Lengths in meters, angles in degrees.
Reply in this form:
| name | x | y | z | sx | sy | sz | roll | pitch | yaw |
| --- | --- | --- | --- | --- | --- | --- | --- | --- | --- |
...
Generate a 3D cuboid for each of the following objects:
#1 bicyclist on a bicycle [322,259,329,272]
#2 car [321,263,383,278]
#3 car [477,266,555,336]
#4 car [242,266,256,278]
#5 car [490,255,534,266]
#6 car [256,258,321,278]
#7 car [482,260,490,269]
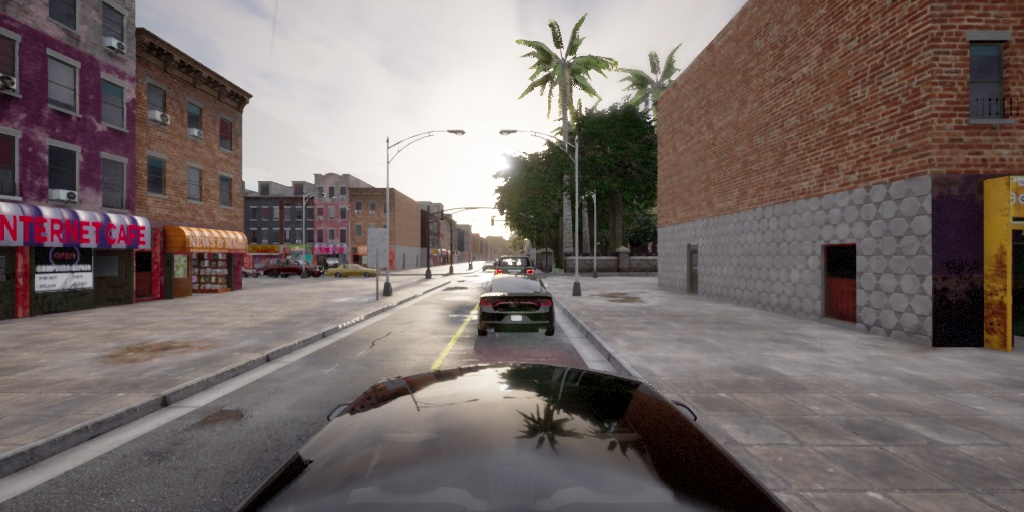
| name | x | y | z | sx | sy | sz | roll | pitch | yaw |
| --- | --- | --- | --- | --- | --- | --- | --- | --- | --- |
| bicyclist on a bicycle | -20.147 | 1.124 | 38.633 | 0.582 | 1.620 | 1.656 | 0 | 0 | 0 |
| car | -14.443 | 1.324 | 32.994 | 4.829 | 1.417 | 1.751 | 0 | 0 | 0 |
| car | 0.098 | 1.230 | 10.449 | 1.882 | 1.535 | 5.008 | 0 | 0 | 0 |
| car | -25.516 | 1.409 | 32.980 | 4.207 | 1.307 | 1.802 | 0 | 0 | 0 |
| car | 0.100 | 0.980 | 20.418 | 2.150 | 2.045 | 5.566 | 0 | 0 | -1 |
| car | -20.064 | 1.127 | 32.987 | 5.009 | 1.841 | 2.192 | 0 | 0 | 0 |
| car | -2.862 | 1.316 | 47.862 | 1.812 | 1.442 | 4.674 | 0 | 0 | 0 |
